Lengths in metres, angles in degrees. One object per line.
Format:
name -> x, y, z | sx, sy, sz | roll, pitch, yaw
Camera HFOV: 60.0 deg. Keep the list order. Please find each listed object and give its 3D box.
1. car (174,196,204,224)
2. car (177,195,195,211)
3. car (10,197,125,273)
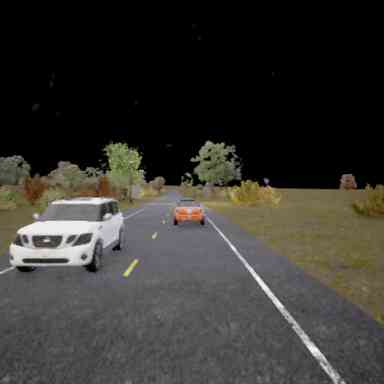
car -> -0.244, 1.341, 24.538 | 2.097, 1.767, 4.553 | 0, 0, -1
car -> -0.845, 1.320, 42.008 | 2.097, 1.767, 4.553 | 0, 0, -2
car -> -3.682, 1.221, 11.020 | 2.150, 2.045, 5.566 | 0, 0, -1
